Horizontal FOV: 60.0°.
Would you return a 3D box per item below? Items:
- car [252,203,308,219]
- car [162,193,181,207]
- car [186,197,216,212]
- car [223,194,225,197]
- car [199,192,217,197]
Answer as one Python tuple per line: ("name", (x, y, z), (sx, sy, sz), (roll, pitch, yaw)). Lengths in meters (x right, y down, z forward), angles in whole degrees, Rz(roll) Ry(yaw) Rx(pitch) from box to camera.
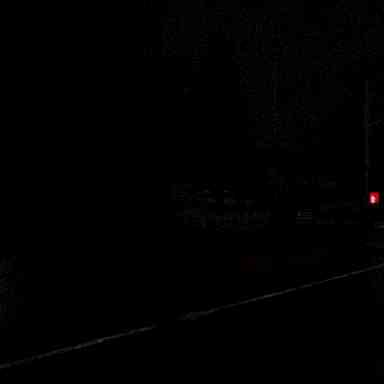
("car", (7.611, 1.616, 28.955), (1.895, 1.301, 4.718), (0, 0, -37))
("car", (-3.646, 1.367, 50.102), (2.097, 1.767, 4.553), (0, 0, -35))
("car", (1.360, 1.579, 37.224), (1.994, 1.385, 4.181), (0, 0, -37))
("car", (7.017, 1.092, 94.380), (1.905, 1.878, 3.866), (0, 0, -37))
("car", (4.930, 1.113, 92.316), (1.932, 1.855, 4.605), (0, 0, -37))
